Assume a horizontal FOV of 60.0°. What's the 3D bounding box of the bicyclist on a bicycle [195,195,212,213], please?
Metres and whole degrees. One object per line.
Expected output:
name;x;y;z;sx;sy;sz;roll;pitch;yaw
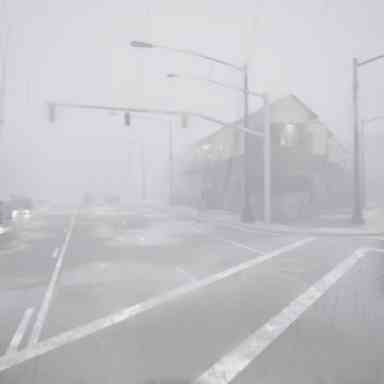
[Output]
bicyclist on a bicycle;1.034;1.059;29.999;1.656;1.620;0.582;-1;1;-18

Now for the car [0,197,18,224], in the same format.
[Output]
car;-14.487;1.444;24.424;1.882;1.535;5.008;-1;2;-18

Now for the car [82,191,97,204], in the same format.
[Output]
car;-15.655;1.021;50.905;1.812;1.442;4.674;-1;0;-18

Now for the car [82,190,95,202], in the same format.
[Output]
car;-18.770;0.802;60.456;2.150;2.045;5.566;-1;-1;-18

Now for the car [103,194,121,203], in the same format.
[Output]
car;-12.327;1.017;51.988;1.994;1.385;4.181;-1;0;-18

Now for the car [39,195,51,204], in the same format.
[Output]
car;-23.602;1.160;52.702;1.812;1.442;4.674;-1;0;-18

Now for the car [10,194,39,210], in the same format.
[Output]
car;-18.424;1.261;36.532;1.994;1.385;4.181;-1;1;-18

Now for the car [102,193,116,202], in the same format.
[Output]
car;-15.429;1.033;61.508;2.128;1.511;4.902;-1;-1;-18
